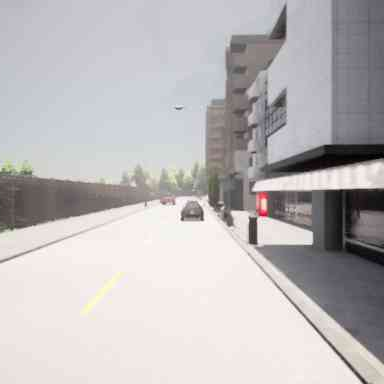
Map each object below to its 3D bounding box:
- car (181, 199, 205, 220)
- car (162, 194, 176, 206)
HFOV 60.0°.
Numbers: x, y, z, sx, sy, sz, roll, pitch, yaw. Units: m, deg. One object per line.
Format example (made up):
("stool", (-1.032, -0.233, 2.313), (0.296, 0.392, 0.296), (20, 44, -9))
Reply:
("car", (0.053, 1.601, 28.531), (1.994, 1.385, 4.181), (0, 0, 0))
("car", (-4.006, 1.291, 58.842), (2.150, 2.045, 5.566), (0, 0, 0))
